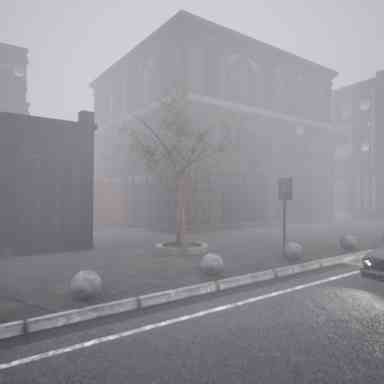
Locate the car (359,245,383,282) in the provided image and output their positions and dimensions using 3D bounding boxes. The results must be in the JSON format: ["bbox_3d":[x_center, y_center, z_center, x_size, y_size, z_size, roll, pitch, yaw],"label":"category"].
[{"bbox_3d":[6.570,1.544,8.662,5.357,1.411,2.033,0,0,-35],"label":"car"}]
